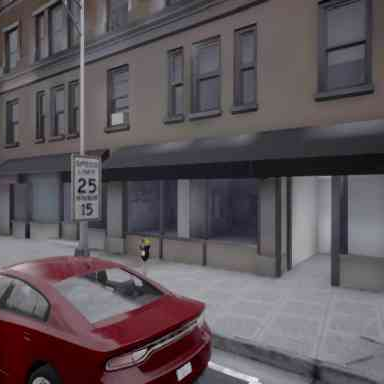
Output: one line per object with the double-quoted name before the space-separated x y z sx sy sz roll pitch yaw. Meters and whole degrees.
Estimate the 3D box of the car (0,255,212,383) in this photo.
"car" -1.886 1.543 4.424 4.507 1.381 1.887 0 0 36
